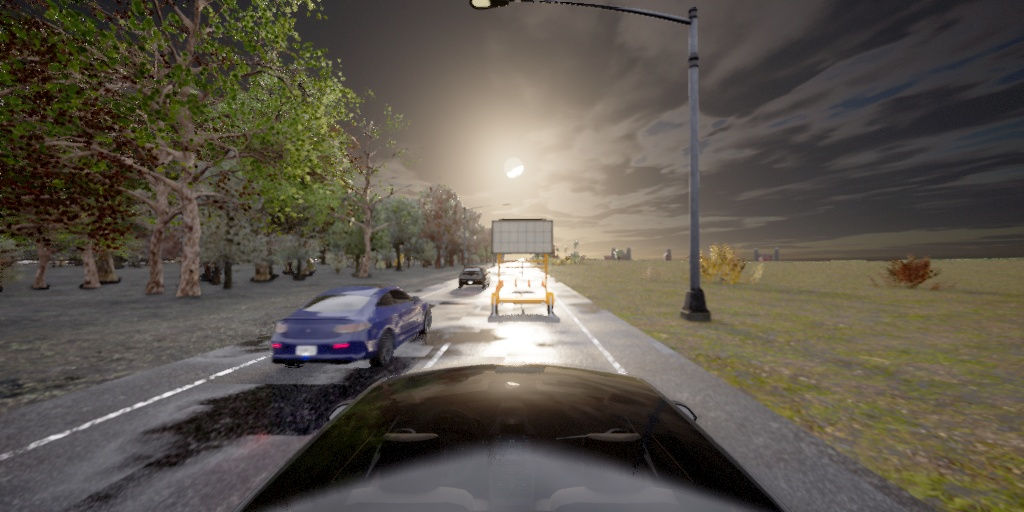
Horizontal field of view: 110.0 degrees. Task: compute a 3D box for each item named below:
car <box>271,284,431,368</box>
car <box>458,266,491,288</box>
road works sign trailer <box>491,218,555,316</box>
[{"bbox_3d":[-3.167,1.344,7.941,1.812,1.442,4.674,0,-1,2],"label":"car"},{"bbox_3d":[-2.657,1.493,25.956,1.837,1.490,4.892,0,-1,2],"label":"car"},{"bbox_3d":[0.416,0.330,14.011,2.380,3.560,2.880,0,0,2],"label":"road works sign trailer"}]
